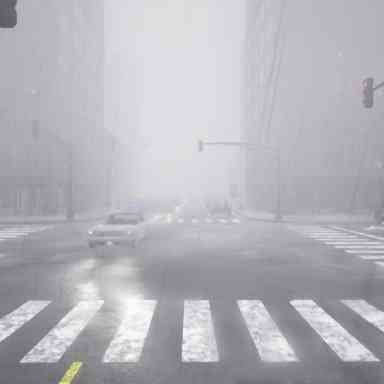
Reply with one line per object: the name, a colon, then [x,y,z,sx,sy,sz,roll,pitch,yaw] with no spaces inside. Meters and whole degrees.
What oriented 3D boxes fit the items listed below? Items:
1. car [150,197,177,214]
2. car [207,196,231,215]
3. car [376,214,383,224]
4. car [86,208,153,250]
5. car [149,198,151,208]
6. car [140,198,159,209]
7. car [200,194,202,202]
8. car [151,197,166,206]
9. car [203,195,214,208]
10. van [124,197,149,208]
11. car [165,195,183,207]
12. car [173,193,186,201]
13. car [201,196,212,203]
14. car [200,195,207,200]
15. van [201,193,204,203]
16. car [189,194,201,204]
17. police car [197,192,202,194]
car: [-2.937,1.565,35.312,1.994,1.385,4.181,0,0,0]
car: [2.819,1.441,33.416,1.967,1.590,4.097,0,0,0]
car: [14.597,1.562,20.753,5.357,1.411,2.033,0,0,0]
car: [-3.060,1.599,14.563,1.895,1.301,4.718,0,0,0]
car: [-5.680,1.441,39.122,1.967,1.590,4.097,0,0,0]
car: [-5.653,1.567,44.790,1.947,1.339,4.313,0,0,0]
car: [2.953,1.525,61.931,1.752,1.417,4.829,0,0,0]
car: [-5.600,1.567,56.127,1.947,1.339,4.313,0,0,0]
car: [2.873,1.442,44.754,1.967,1.590,4.097,0,0,0]
van: [-5.706,1.342,33.454,1.690,1.788,3.998,0,0,0]
car: [-2.857,1.602,52.095,1.895,1.301,4.718,0,0,1]
car: [-2.686,1.400,67.976,1.895,1.301,4.718,0,0,0]
car: [2.979,1.549,67.431,2.008,1.369,4.403,0,0,0]
car: [3.086,1.555,90.109,1.947,1.339,4.313,0,0,0]
van: [2.926,1.342,56.093,1.690,1.788,3.998,0,0,0]
car: [0.296,1.525,63.821,1.812,1.442,4.674,0,0,0]
police car: [2.734,1.419,79.522,1.930,1.638,5.238,0,0,0]
